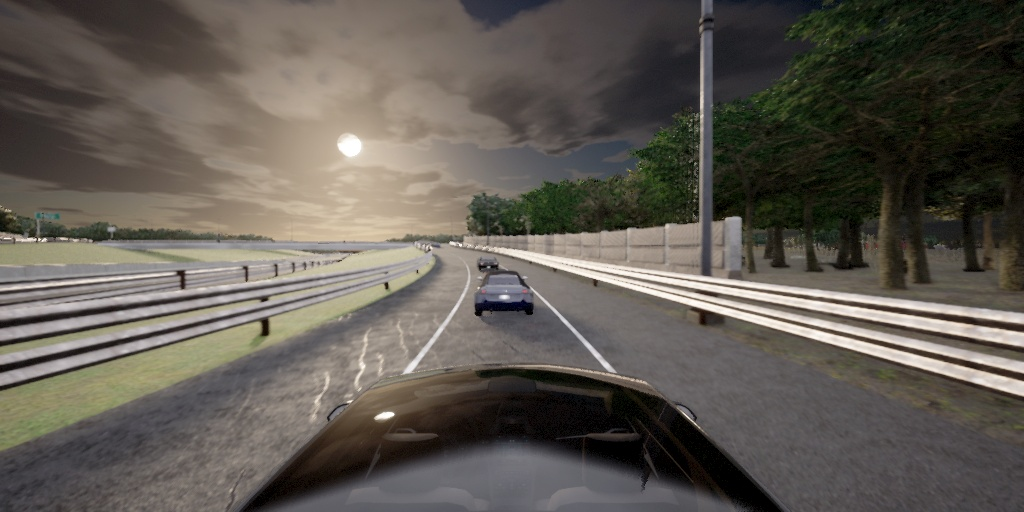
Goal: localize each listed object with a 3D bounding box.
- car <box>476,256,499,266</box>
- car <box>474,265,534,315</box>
[{"bbox_3d":[-2.403,0.611,34.211,1.895,1.301,4.718,0,3,-8],"label":"car"},{"bbox_3d":[-0.348,1.223,13.206,1.994,1.385,4.181,0,1,-3],"label":"car"}]
